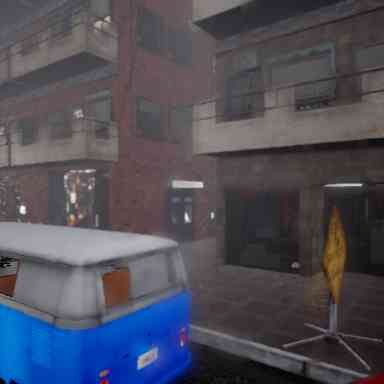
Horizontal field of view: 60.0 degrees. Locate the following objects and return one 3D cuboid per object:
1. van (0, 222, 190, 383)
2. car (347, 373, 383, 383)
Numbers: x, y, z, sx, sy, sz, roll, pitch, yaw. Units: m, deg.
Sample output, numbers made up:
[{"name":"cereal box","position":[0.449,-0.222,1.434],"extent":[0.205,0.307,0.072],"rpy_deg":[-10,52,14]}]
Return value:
[{"name":"van","position":[-1.928,1.349,4.252],"extent":[3.998,1.788,1.690],"rpy_deg":[0,0,35]},{"name":"car","position":[2.657,1.542,0.982],"extent":[4.507,1.381,1.887],"rpy_deg":[0,0,35]}]
